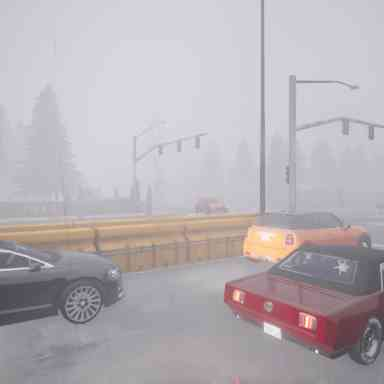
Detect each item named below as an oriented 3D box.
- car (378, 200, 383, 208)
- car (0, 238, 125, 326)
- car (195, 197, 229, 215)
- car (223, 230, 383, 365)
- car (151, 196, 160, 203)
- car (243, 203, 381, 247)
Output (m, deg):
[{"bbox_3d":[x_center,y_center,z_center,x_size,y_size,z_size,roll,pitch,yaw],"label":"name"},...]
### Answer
[{"bbox_3d":[26.720,1.547,44.591,5.357,1.411,2.033,0,0,-36],"label":"car"},{"bbox_3d":[-3.560,1.492,5.498,4.902,1.511,2.128,0,0,-36],"label":"car"},{"bbox_3d":[1.961,1.351,33.639,2.097,1.767,4.553,0,0,-22],"label":"car"},{"bbox_3d":[2.904,1.601,5.823,4.718,1.301,1.895,0,0,-36],"label":"car"},{"bbox_3d":[-7.972,1.514,70.211,2.033,1.411,5.357,0,0,-2],"label":"car"},{"bbox_3d":[3.854,1.352,10.803,4.553,1.767,2.097,0,0,-36],"label":"car"}]
